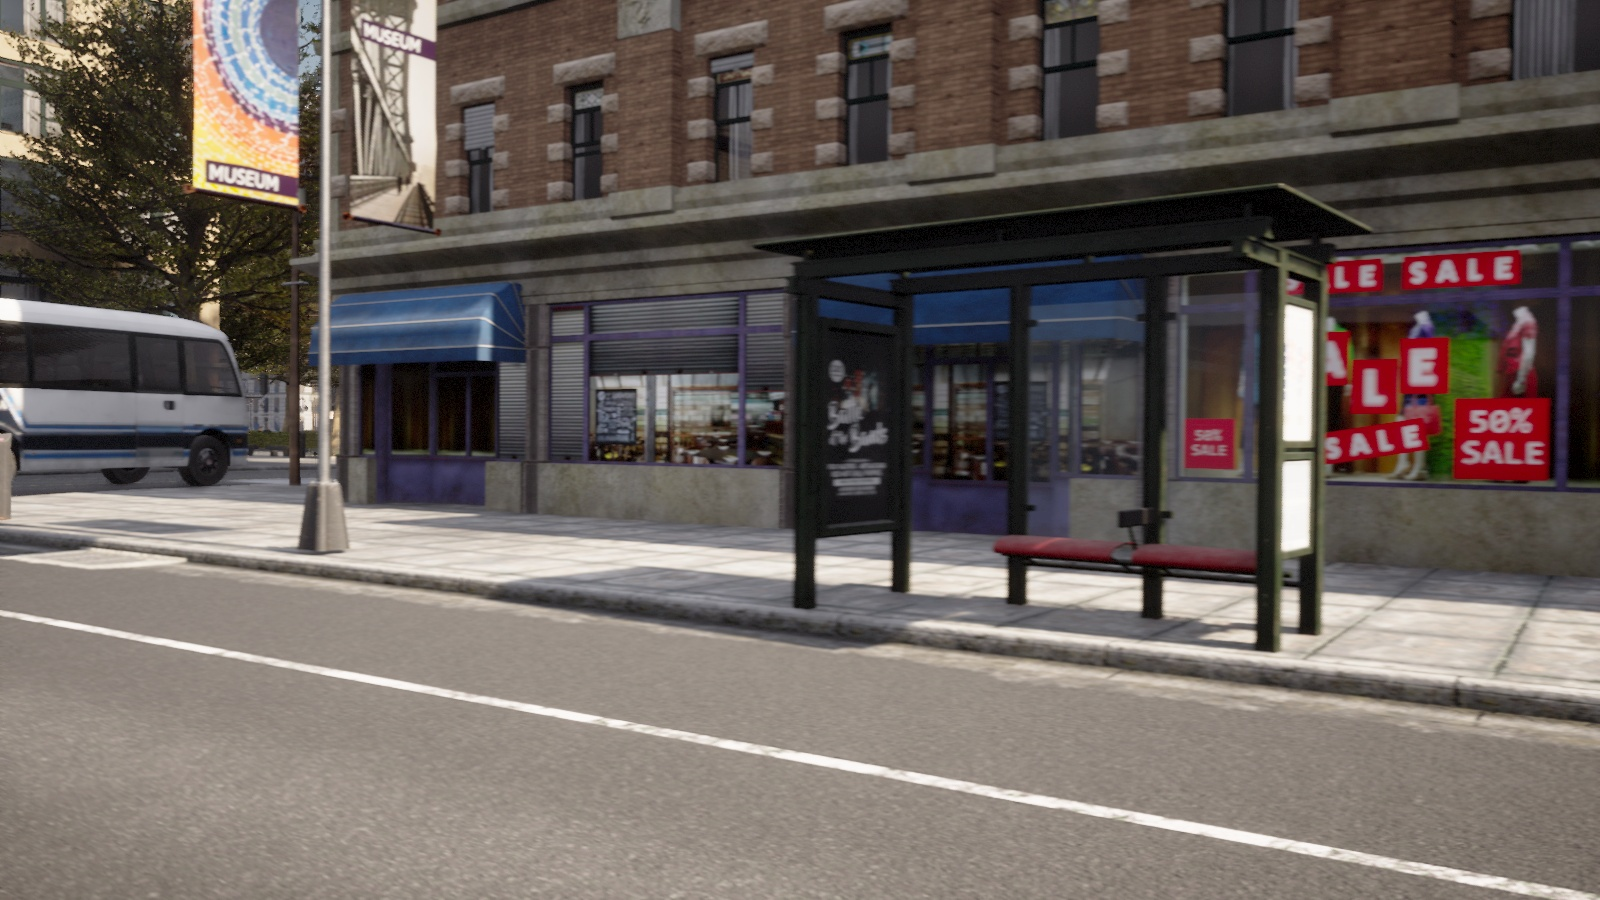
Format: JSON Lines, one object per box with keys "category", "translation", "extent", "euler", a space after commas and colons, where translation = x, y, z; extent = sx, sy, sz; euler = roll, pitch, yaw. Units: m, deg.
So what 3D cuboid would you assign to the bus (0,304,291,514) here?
{"category": "bus", "translation": [-17.037, -0.884, 28.799], "extent": [3.944, 4.253, 10.273], "euler": [0, 1, 21]}
